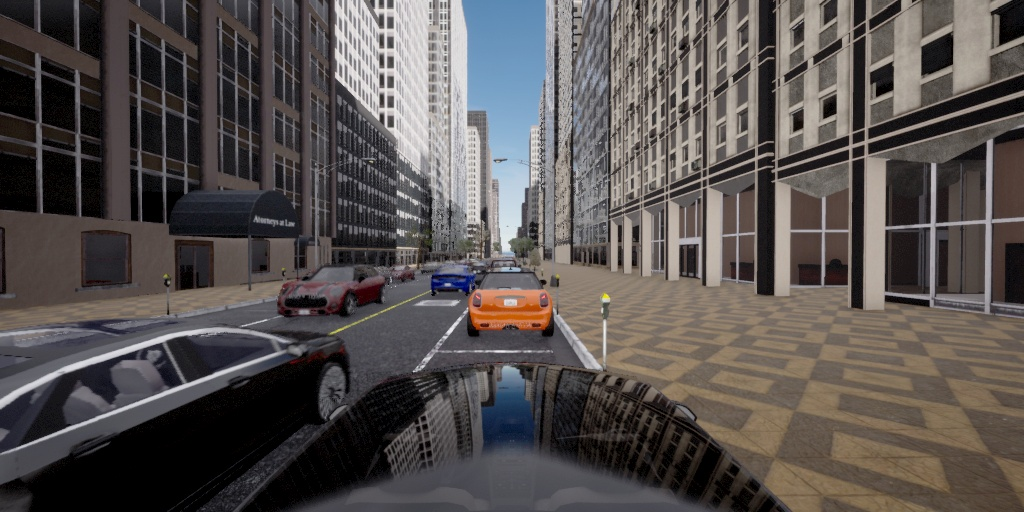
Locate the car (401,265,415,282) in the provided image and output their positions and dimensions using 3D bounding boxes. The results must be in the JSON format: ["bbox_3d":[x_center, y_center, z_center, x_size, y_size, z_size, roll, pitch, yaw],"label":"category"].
[{"bbox_3d":[-8.837,1.327,28.206,1.802,1.307,4.207,0,0,0],"label":"car"}]

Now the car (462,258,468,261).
[{"bbox_3d":[-8.837,1.319,62.308,1.802,1.307,4.207,0,0,0],"label":"car"}]

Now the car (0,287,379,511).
[{"bbox_3d":[-3.046,1.241,2.807,2.128,1.511,4.902,0,0,0],"label":"car"}]

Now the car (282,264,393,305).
[{"bbox_3d":[-6.247,1.100,13.031,2.097,1.767,4.553,0,0,0],"label":"car"}]

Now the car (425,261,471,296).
[{"bbox_3d":[-3.045,1.224,19.489,1.882,1.535,5.008,0,0,0],"label":"car"}]

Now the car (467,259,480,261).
[{"bbox_3d":[-3.161,1.269,36.261,1.812,1.442,4.674,0,0,0],"label":"car"}]

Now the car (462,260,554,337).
[{"bbox_3d":[-0.033,1.101,10.471,2.097,1.767,4.553,0,0,0],"label":"car"}]

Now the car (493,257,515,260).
[{"bbox_3d":[-0.457,1.061,22.523,2.192,1.841,5.009,0,0,0],"label":"car"}]

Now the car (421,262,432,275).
[{"bbox_3d":[-8.837,1.293,39.574,2.007,1.370,4.403,0,0,0],"label":"car"}]

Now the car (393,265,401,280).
[{"bbox_3d":[-8.838,1.297,22.523,2.007,1.370,4.403,0,0,0],"label":"car"}]
